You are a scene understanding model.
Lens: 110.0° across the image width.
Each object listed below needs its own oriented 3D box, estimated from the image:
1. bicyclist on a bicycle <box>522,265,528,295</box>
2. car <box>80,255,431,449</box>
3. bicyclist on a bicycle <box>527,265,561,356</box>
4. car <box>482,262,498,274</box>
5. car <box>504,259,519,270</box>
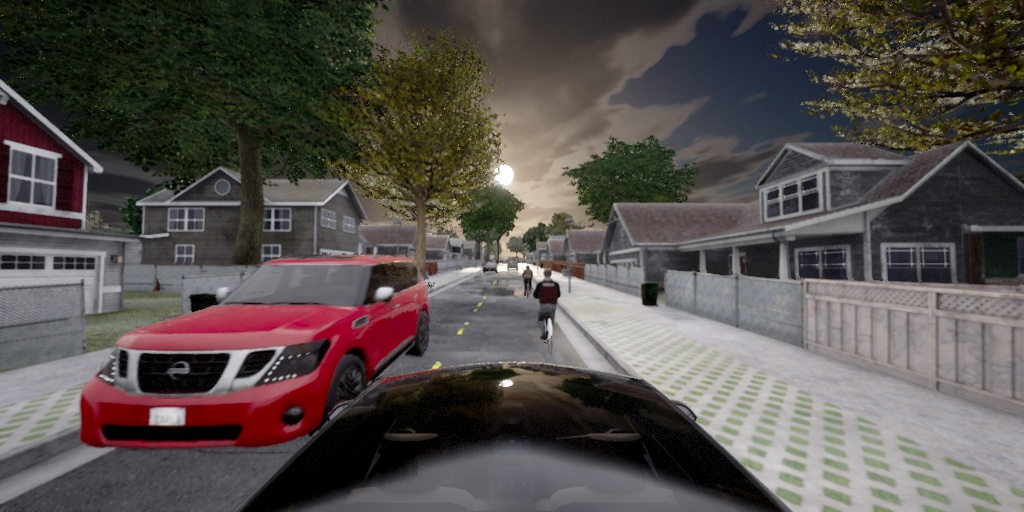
[{"bbox_3d":[0.761,1.276,17.043,0.582,1.620,1.656,0,-1,0],"label":"bicyclist on a bicycle"},{"bbox_3d":[-2.848,0.989,5.729,2.150,2.045,5.566,0,0,0],"label":"car"},{"bbox_3d":[0.760,1.148,7.845,0.659,1.776,1.843,0,0,0],"label":"bicyclist on a bicycle"},{"bbox_3d":[-2.840,1.475,47.154,1.882,1.535,5.008,0,0,0],"label":"car"},{"bbox_3d":[0.104,1.576,61.623,2.128,1.511,4.902,0,-1,0],"label":"car"}]
